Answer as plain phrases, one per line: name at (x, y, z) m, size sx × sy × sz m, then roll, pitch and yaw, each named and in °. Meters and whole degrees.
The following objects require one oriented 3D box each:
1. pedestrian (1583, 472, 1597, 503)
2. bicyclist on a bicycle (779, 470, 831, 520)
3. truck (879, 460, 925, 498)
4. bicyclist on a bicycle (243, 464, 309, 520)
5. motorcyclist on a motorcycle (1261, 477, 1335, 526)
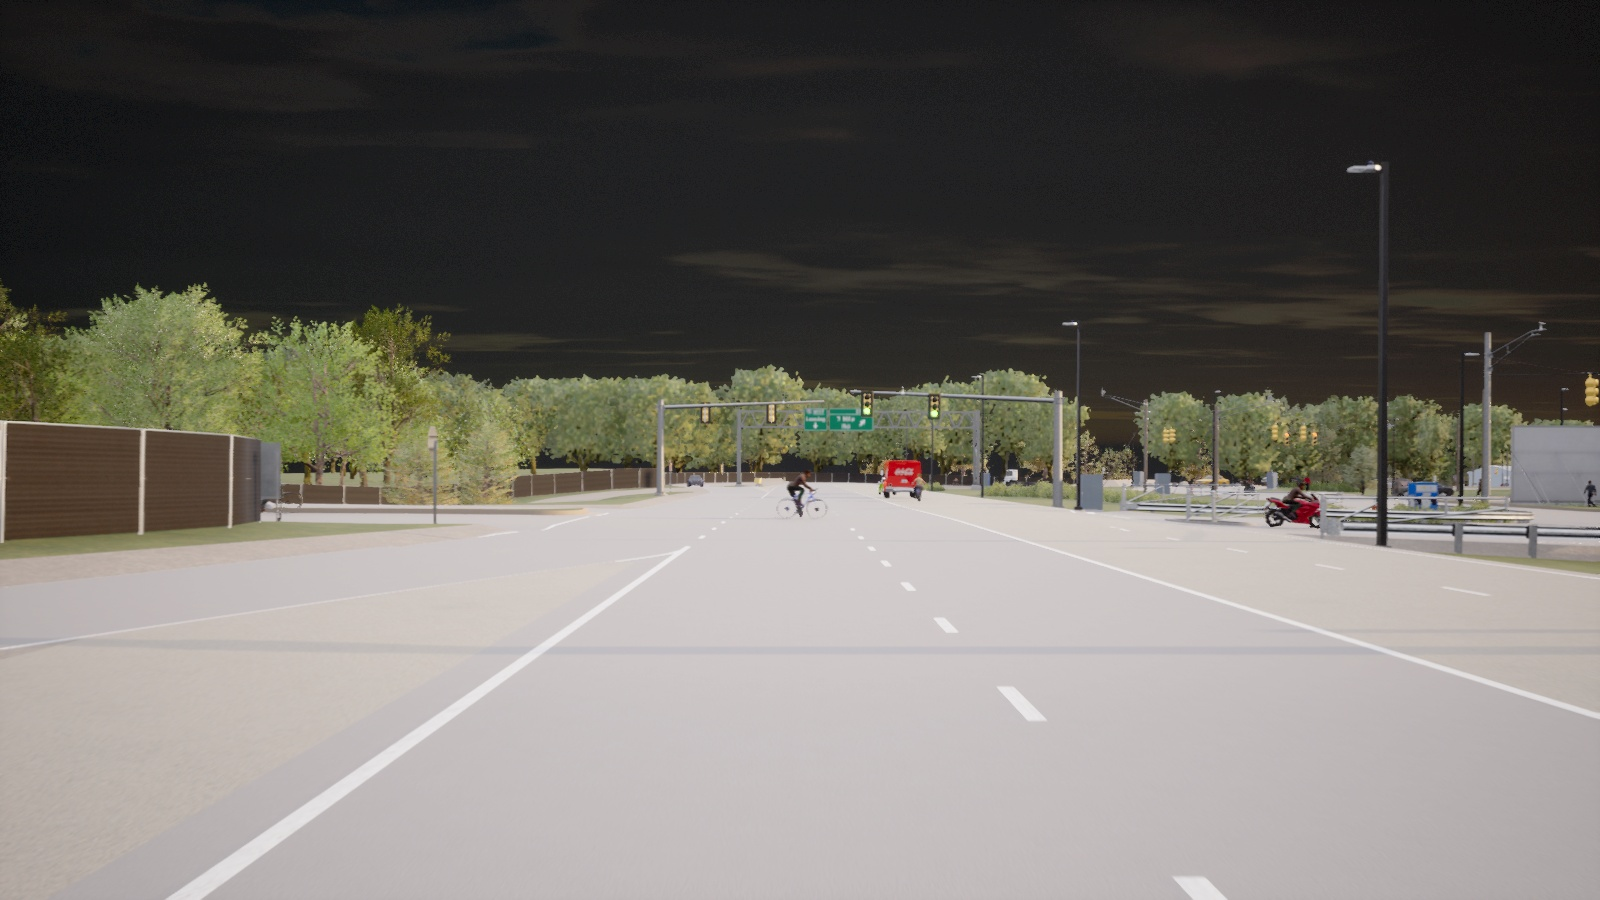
pedestrian at (50.931, 2.391, 80.959) m, size 0.423 × 1.949 × 0.788 m, roll 0°, pitch 0°, yaw 0°
bicyclist on a bicycle at (0.159, 1.451, 40.670) m, size 1.656 × 1.620 × 0.582 m, roll 0°, pitch -1°, yaw 0°
truck at (6.790, 1.915, 84.362) m, size 2.627 × 2.467 × 5.204 m, roll 0°, pitch -1°, yaw 0°
bicyclist on a bicycle at (-16.899, 1.346, 40.537) m, size 1.843 × 1.776 × 0.659 m, roll -1°, pitch 0°, yaw -1°
motorcyclist on a motorcycle at (16.151, 1.668, 40.724) m, size 2.044 × 1.523 × 0.797 m, roll 2°, pitch -1°, yaw 0°
